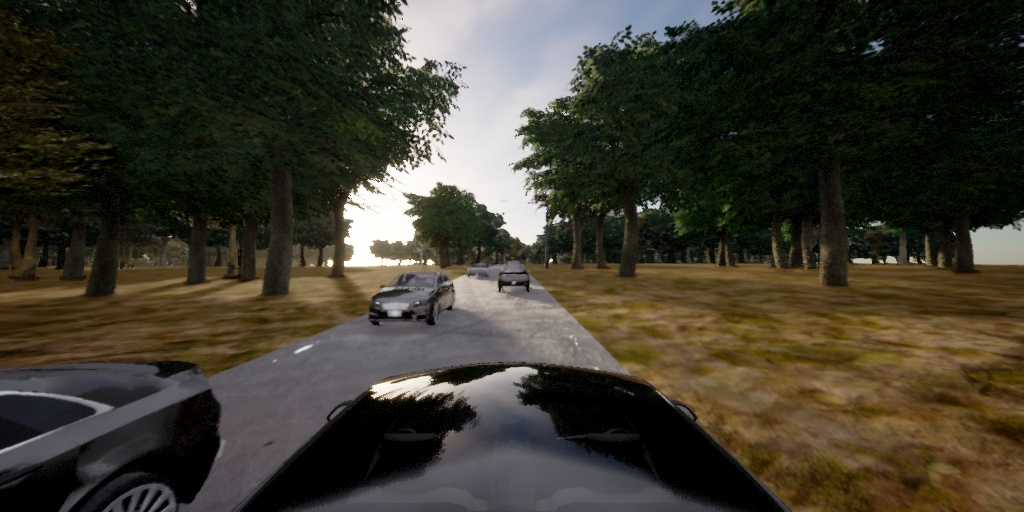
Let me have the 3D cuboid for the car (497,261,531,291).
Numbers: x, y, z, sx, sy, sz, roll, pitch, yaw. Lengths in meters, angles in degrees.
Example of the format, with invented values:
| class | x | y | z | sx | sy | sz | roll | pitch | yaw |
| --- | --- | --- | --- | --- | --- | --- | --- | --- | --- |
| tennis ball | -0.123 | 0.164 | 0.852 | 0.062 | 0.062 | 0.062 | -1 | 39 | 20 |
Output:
| class | x | y | z | sx | sy | sz | roll | pitch | yaw |
| --- | --- | --- | --- | --- | --- | --- | --- | --- | --- |
| car | 0.102 | 1.253 | 21.849 | 2.128 | 1.511 | 4.902 | 0 | 0 | 0 |

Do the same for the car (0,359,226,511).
| class | x | y | z | sx | sy | sz | roll | pitch | yaw |
| --- | --- | --- | --- | --- | --- | --- | --- | --- | --- |
| car | -3.095 | 1.238 | 0.649 | 2.128 | 1.511 | 4.902 | 0 | 0 | 0 |

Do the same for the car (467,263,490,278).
| class | x | y | z | sx | sy | sz | roll | pitch | yaw |
| --- | --- | --- | --- | --- | --- | --- | --- | --- | --- |
| car | -3.093 | 1.360 | 33.836 | 1.895 | 1.301 | 4.718 | 0 | 0 | 0 |

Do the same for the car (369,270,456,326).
| class | x | y | z | sx | sy | sz | roll | pitch | yaw |
| --- | --- | --- | --- | --- | --- | --- | --- | --- | --- |
| car | -3.053 | 1.249 | 11.850 | 2.128 | 1.511 | 4.902 | 0 | 0 | 1 |
